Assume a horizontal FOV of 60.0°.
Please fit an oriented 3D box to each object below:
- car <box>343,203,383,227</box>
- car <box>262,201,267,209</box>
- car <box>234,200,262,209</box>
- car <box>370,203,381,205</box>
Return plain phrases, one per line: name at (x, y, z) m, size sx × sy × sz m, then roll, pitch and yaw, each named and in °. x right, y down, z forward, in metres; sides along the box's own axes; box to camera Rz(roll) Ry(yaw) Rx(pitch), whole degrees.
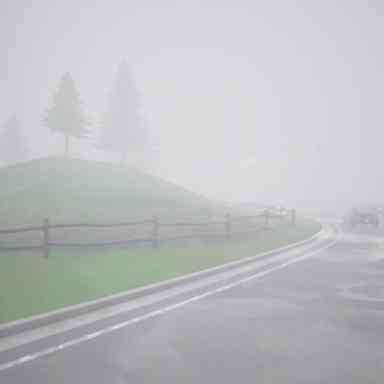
car at (13.054, 1.886, 25.840) m, size 1.812 × 1.442 × 4.674 m, roll 1°, pitch 0°, yaw 15°
car at (11.184, 2.203, 59.062) m, size 1.882 × 1.535 × 5.008 m, roll 1°, pitch -1°, yaw -30°
car at (8.959, 2.169, 56.017) m, size 2.128 × 1.511 × 4.902 m, roll 1°, pitch -1°, yaw -30°
car at (21.204, 2.052, 39.762) m, size 2.128 × 1.511 × 4.902 m, roll 1°, pitch -1°, yaw -4°
